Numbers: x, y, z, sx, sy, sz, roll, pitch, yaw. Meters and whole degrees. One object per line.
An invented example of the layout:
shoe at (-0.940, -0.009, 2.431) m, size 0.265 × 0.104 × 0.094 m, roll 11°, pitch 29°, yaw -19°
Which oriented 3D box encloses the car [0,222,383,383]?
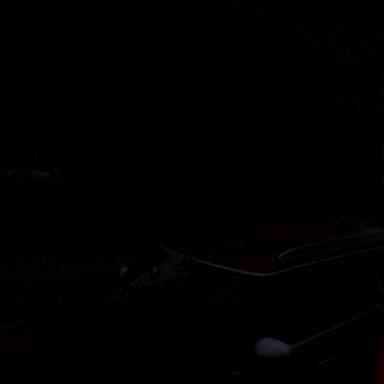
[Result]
car at (0.491, 1.313, 3.131) m, size 5.009 × 1.841 × 2.192 m, roll 0°, pitch 1°, yaw -35°
